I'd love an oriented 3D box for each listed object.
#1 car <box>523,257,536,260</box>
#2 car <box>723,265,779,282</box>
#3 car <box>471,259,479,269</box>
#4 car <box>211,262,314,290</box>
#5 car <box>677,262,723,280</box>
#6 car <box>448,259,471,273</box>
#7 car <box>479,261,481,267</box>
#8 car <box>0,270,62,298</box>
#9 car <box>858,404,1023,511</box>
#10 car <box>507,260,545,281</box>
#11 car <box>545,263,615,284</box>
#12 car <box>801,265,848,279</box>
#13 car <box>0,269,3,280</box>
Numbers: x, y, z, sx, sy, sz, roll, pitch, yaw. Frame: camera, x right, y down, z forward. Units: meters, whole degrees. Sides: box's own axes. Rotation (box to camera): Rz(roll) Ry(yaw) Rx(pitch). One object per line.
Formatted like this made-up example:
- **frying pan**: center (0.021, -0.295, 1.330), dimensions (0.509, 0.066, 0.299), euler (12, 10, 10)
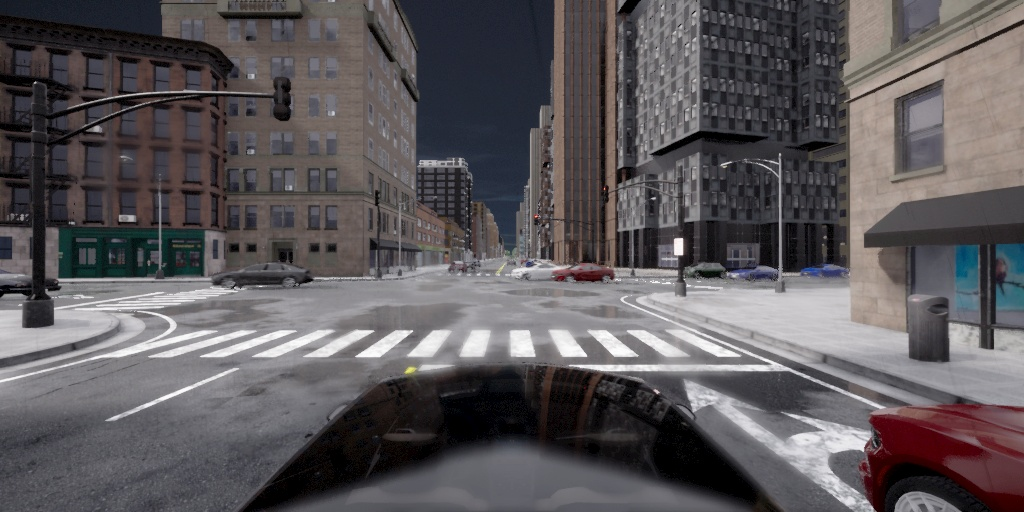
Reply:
- **car**: center (3.249, 1.238, 57.574), dimensions (1.882, 1.535, 5.008), euler (0, 0, 0)
- **car**: center (22.223, 1.570, 32.901), dimensions (4.674, 1.442, 1.812), euler (0, 0, -16)
- **car**: center (-6.683, 1.251, 54.663), dimensions (2.128, 1.511, 4.902), euler (0, 0, 0)
- **car**: center (-14.174, 1.109, 20.632), dimensions (4.892, 1.490, 1.837), euler (1, 0, -18)
- **car**: center (18.624, 1.379, 35.231), dimensions (4.553, 1.767, 2.097), euler (1, 0, -16)
- **car**: center (-6.672, 1.283, 44.703), dimensions (1.812, 1.442, 4.674), euler (0, 0, 0)
- **car**: center (-6.673, 1.324, 64.625), dimensions (1.994, 1.385, 4.181), euler (0, 0, 0)
- **car**: center (-22.317, 1.032, 14.441), dimensions (5.357, 1.411, 2.033), euler (1, 0, -16)
- **car**: center (3.353, 1.228, 0.399), dimensions (1.882, 1.535, 5.008), euler (0, 0, 0)
- **car**: center (2.260, 1.284, 29.740), dimensions (4.674, 1.442, 1.812), euler (0, 0, -20)
- **car**: center (5.427, 1.305, 27.424), dimensions (5.008, 1.535, 1.882), euler (1, 0, -19)
- **car**: center (34.366, 1.688, 39.478), dimensions (5.008, 1.535, 1.882), euler (1, -1, -13)
- **car**: center (-21.029, 1.021, 11.451), dimensions (5.357, 1.411, 2.033), euler (1, 0, -13)
